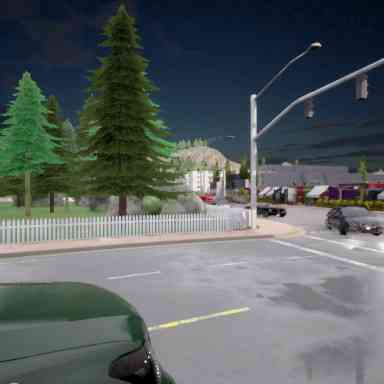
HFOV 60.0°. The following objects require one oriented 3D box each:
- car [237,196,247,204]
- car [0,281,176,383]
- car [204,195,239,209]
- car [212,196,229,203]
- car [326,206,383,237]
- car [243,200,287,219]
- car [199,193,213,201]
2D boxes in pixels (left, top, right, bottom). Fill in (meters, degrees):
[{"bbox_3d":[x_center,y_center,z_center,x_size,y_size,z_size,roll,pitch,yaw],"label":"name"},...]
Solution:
[{"bbox_3d":[8.667,1.547,62.286,2.128,1.511,4.902,0,0,-16],"label":"car"},{"bbox_3d":[-2.767,1.221,1.662,5.566,2.045,2.150,0,0,-36],"label":"car"},{"bbox_3d":[3.556,1.548,41.650,2.128,1.511,4.902,0,0,-16],"label":"car"},{"bbox_3d":[6.045,1.559,71.150,1.837,1.490,4.892,0,0,-16],"label":"car"},{"bbox_3d":[8.901,1.555,18.538,1.837,1.490,4.892,2,-1,8],"label":"car"},{"bbox_3d":[6.784,1.656,30.597,1.895,1.301,4.718,0,0,-16],"label":"car"},{"bbox_3d":[2.899,1.277,69.600,2.150,2.045,5.566,0,0,-17],"label":"car"}]
